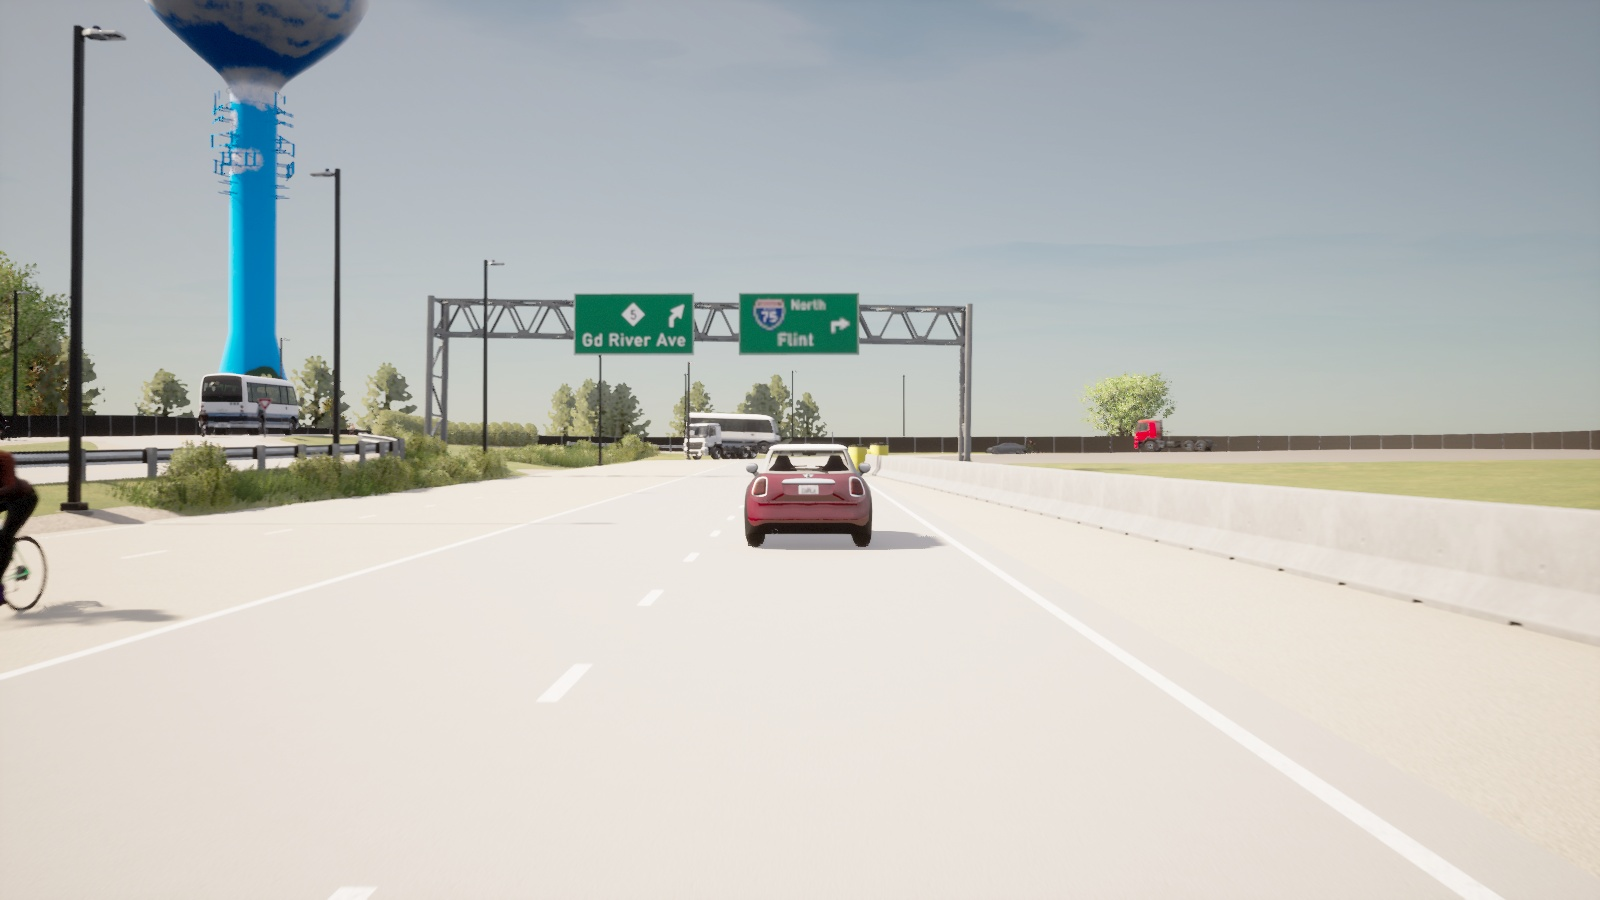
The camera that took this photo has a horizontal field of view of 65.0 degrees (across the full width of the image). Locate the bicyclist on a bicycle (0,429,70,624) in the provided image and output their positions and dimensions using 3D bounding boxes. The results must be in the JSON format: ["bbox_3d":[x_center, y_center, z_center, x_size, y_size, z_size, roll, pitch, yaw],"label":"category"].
[{"bbox_3d":[-6.924,0.633,10.563,0.582,1.620,1.656,0,1,0],"label":"bicyclist on a bicycle"}]

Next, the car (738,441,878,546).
[{"bbox_3d":[0.127,0.601,19.578,1.970,1.475,3.806,0,0,0],"label":"car"}]
